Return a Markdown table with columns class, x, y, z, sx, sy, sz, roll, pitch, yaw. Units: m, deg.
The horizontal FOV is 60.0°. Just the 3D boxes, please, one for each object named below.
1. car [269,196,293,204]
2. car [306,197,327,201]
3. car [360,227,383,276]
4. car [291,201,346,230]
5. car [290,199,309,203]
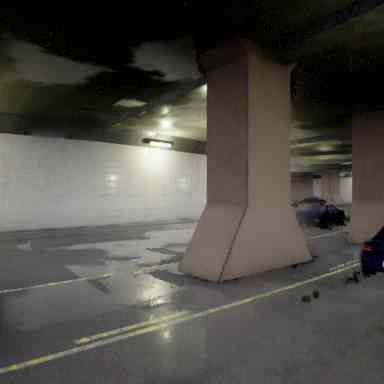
| class | x | y | z | sx | sy | sz | roll | pitch | yaw |
| --- | --- | --- | --- | --- | --- | --- | --- | --- | --- |
| car | 17.607 | 1.489 | 65.905 | 2.128 | 1.511 | 4.902 | 0 | 0 | -22 |
| car | 22.760 | 1.538 | 61.549 | 2.033 | 1.411 | 5.357 | 0 | 0 | -12 |
| car | 6.268 | 1.524 | 9.233 | 4.674 | 1.442 | 1.812 | 0 | 0 | -42 |
| car | 8.321 | 1.544 | 21.533 | 2.033 | 1.411 | 5.357 | 0 | 0 | 41 |
| car | 7.073 | 1.522 | 25.554 | 1.812 | 1.442 | 4.674 | 0 | 0 | 39 |
